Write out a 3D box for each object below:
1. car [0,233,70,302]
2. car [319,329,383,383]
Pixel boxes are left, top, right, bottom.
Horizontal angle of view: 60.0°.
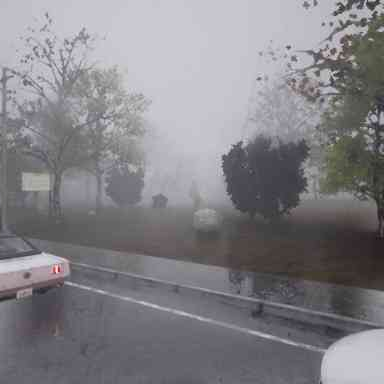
[{"bbox_3d":[-4.933,1.601,7.513,4.718,1.301,1.895,0,0,36],"label":"car"},{"bbox_3d":[3.132,1.526,1.773,4.674,1.442,1.812,0,0,35],"label":"car"}]
